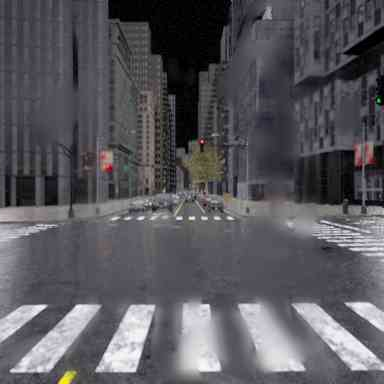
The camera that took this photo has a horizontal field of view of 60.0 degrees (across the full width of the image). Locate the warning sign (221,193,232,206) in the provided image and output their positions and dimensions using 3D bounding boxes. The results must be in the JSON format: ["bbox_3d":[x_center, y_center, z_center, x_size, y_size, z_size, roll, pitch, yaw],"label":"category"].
[{"bbox_3d":[4.786,1.056,46.294,1.300,1.860,1.060,0,0,-1],"label":"warning sign"}]

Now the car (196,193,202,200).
[{"bbox_3d":[2.319,1.475,63.402,2.008,1.369,4.403,0,0,-1],"label":"car"}]

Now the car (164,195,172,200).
[{"bbox_3d":[-6.444,1.458,89.164,2.008,1.369,4.403,0,0,-1],"label":"car"}]

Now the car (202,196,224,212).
[{"bbox_3d":[2.562,1.501,37.198,2.008,1.369,4.403,0,0,-1],"label":"car"}]

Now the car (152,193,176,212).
[{"bbox_3d":[-3.299,1.172,37.969,2.150,2.045,5.566,0,0,0],"label":"car"}]

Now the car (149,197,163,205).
[{"bbox_3d":[-6.144,1.496,56.685,1.947,1.339,4.313,0,0,-1],"label":"car"}]

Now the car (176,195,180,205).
[{"bbox_3d":[-3.427,1.533,54.263,1.895,1.301,4.718,0,0,0],"label":"car"}]

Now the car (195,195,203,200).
[{"bbox_3d":[2.026,1.455,95.135,2.008,1.369,4.403,0,0,-1],"label":"car"}]

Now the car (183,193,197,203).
[{"bbox_3d":[-0.469,1.448,66.355,1.812,1.442,4.674,0,0,-1],"label":"car"}]

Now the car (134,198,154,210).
[{"bbox_3d":[-6.009,1.496,42.115,2.008,1.369,4.403,0,0,-1],"label":"car"}]

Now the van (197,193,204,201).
[{"bbox_3d":[2.124,1.250,84.557,1.690,1.788,3.998,0,0,-1],"label":"van"}]

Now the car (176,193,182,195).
[{"bbox_3d":[-3.499,1.429,69.572,1.812,1.442,4.674,0,0,-1],"label":"car"}]

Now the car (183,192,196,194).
[{"bbox_3d":[-0.561,1.313,76.361,1.994,1.385,4.181,0,0,-1],"label":"car"}]

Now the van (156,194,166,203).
[{"bbox_3d":[-6.244,1.262,67.511,1.690,1.788,3.998,0,0,-1],"label":"van"}]

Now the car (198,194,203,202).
[{"bbox_3d":[2.411,1.484,53.530,2.008,1.369,4.403,0,0,-1],"label":"car"}]

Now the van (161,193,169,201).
[{"bbox_3d":[-6.344,1.254,78.338,1.690,1.788,3.998,0,0,-1],"label":"van"}]

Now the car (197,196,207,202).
[{"bbox_3d":[2.222,1.482,73.981,1.947,1.339,4.313,0,0,-1],"label":"car"}]

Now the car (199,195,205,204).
[{"bbox_3d":[2.461,1.483,48.086,1.887,1.381,4.507,0,0,-1],"label":"car"}]

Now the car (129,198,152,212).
[{"bbox_3d":[-5.963,1.502,37.123,2.008,1.369,4.403,0,0,-1],"label":"car"}]

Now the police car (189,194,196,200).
[{"bbox_3d":[0.201,1.331,91.366,1.930,1.638,5.238,0,0,-1],"label":"police car"}]
